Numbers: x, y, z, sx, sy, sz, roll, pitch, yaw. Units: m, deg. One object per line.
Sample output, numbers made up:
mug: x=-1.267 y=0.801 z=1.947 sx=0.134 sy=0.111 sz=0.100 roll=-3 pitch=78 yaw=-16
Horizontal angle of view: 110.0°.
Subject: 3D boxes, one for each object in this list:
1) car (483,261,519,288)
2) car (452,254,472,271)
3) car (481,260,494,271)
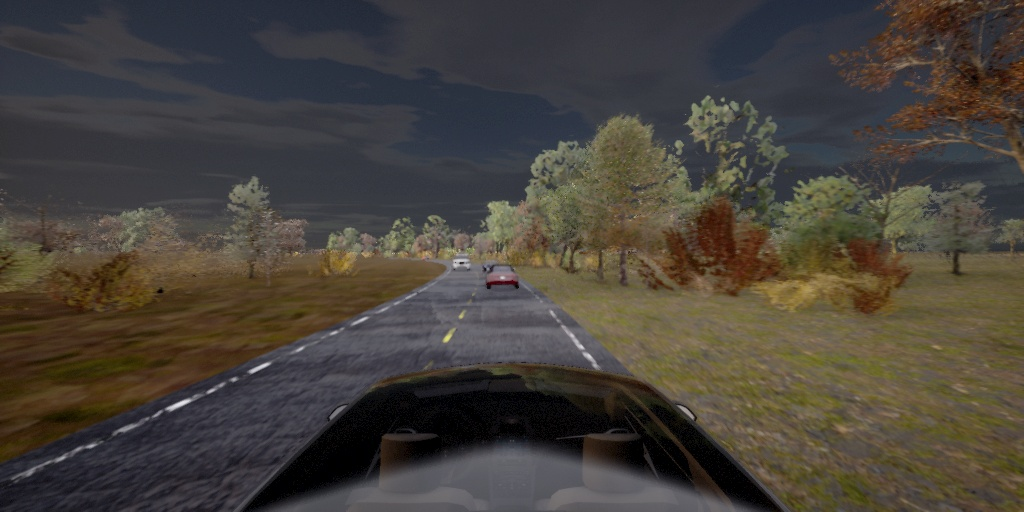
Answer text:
car: x=-0.661 y=1.199 z=22.569 sx=1.994 sy=1.385 sz=4.181 roll=0 pitch=0 yaw=-4
car: x=-6.285 y=0.756 z=44.955 sx=2.150 sy=2.045 sz=5.566 roll=0 pitch=1 yaw=-8
car: x=-2.434 y=1.142 z=40.241 sx=1.895 sy=1.301 sz=4.718 roll=0 pitch=0 yaw=-7
